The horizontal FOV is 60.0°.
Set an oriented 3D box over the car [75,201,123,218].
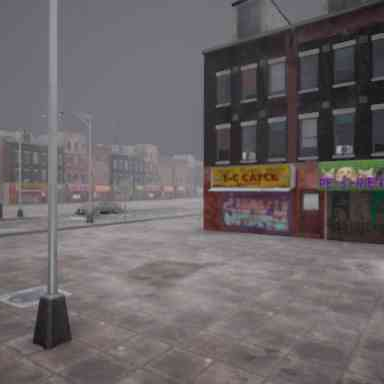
[{"bbox_3d":[-8.209,1.464,29.633,1.994,1.385,4.181,0,0,35],"label":"car"}]
